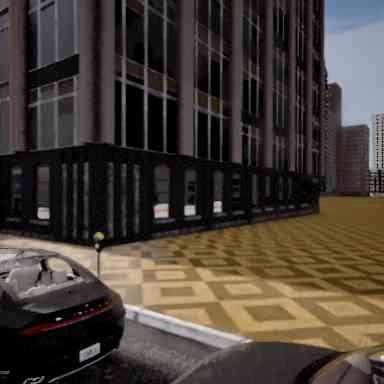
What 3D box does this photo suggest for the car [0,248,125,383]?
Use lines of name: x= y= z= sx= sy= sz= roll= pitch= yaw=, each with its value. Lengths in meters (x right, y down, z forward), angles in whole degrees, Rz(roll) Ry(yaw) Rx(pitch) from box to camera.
car: x=-2.904 y=1.521 z=4.946 sx=4.403 sy=1.369 sz=2.008 roll=0 pitch=0 yaw=35

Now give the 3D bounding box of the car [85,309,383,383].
car: x=1.706 y=1.554 z=1.659 sx=4.403 sy=1.369 sz=2.008 roll=0 pitch=0 yaw=35
